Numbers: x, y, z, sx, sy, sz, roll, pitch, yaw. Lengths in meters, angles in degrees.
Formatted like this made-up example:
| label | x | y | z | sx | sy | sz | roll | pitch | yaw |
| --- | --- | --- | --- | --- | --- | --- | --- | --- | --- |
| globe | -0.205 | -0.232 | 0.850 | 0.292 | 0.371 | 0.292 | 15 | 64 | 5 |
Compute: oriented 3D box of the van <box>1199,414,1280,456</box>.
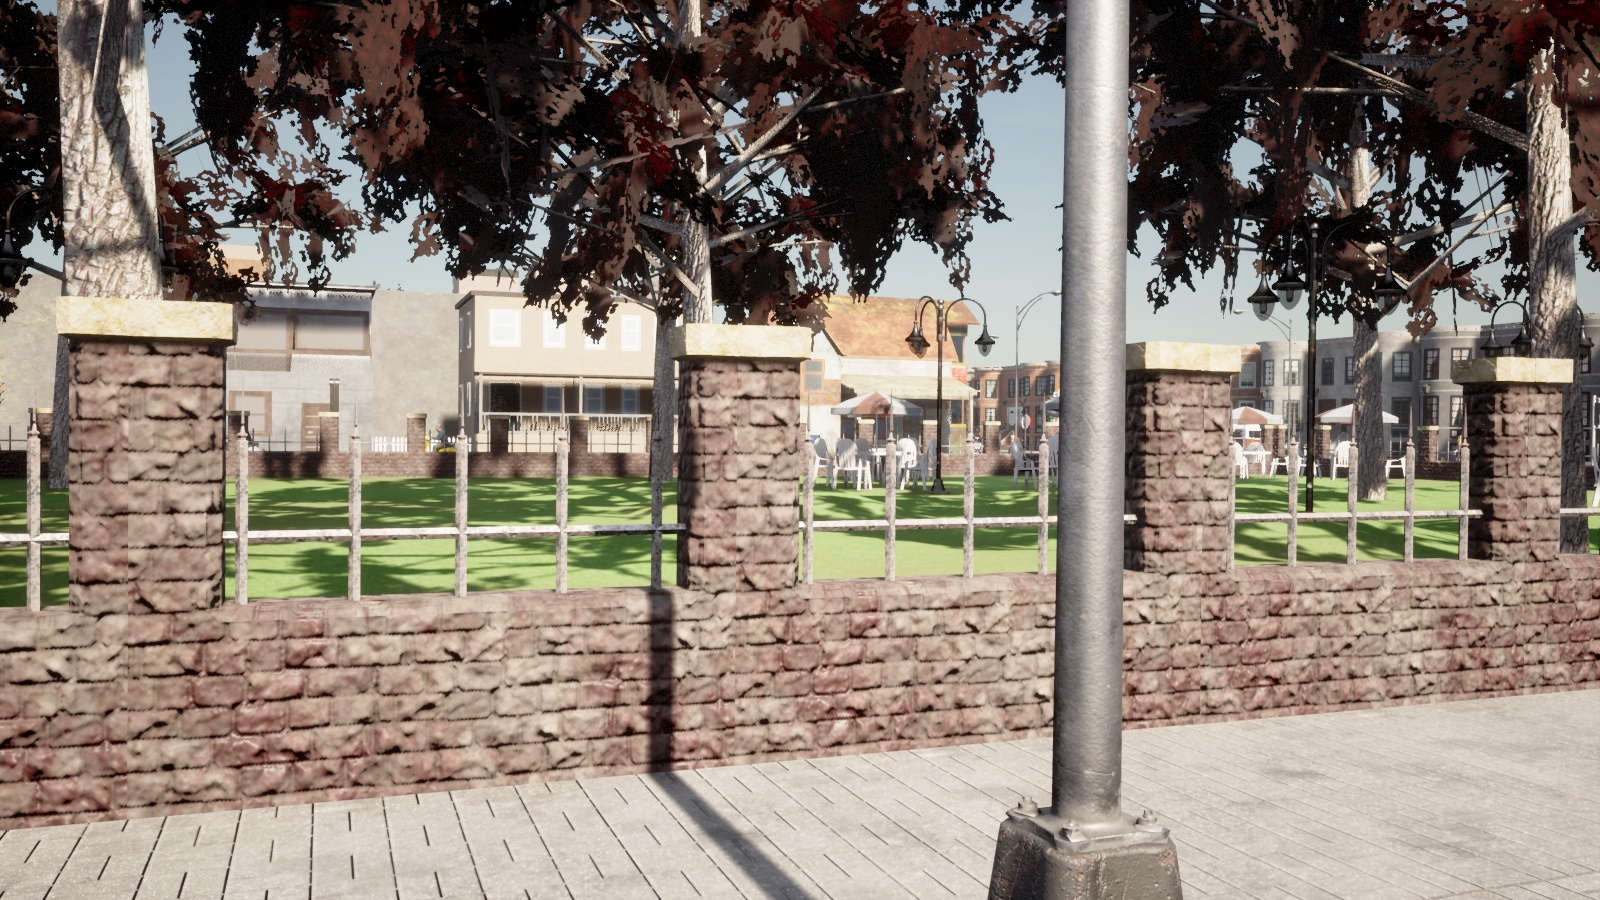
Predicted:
| label | x | y | z | sx | sy | sz | roll | pitch | yaw |
| --- | --- | --- | --- | --- | --- | --- | --- | --- | --- |
| van | 22.344 | -0.762 | 64.039 | 2.069 | 2.038 | 4.480 | 0 | 1 | -8 |
